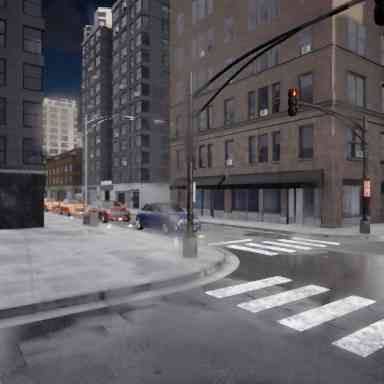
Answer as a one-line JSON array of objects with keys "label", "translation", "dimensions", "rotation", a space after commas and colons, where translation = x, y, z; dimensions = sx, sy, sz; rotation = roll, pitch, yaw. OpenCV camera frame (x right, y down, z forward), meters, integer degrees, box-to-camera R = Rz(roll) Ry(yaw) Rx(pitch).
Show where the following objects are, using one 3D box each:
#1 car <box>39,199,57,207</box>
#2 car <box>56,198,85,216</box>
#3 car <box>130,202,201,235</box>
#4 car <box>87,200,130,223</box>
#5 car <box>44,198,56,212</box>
[{"label": "car", "translation": [-24.768, 1.864, 57.201], "dimensions": [1.895, 1.301, 4.718], "rotation": [0, 0, -35]}, {"label": "car", "translation": [-12.260, 1.502, 34.640], "dimensions": [2.097, 1.767, 4.553], "rotation": [0, 0, -35]}, {"label": "car", "translation": [-1.470, 1.420, 19.482], "dimensions": [2.097, 1.767, 4.553], "rotation": [0, 0, -38]}, {"label": "car", "translation": [-6.665, 1.460, 26.768], "dimensions": [2.097, 1.767, 4.553], "rotation": [0, 0, -35]}, {"label": "car", "translation": [-17.866, 1.543, 42.521], "dimensions": [2.097, 1.767, 4.553], "rotation": [0, 0, -35]}]
